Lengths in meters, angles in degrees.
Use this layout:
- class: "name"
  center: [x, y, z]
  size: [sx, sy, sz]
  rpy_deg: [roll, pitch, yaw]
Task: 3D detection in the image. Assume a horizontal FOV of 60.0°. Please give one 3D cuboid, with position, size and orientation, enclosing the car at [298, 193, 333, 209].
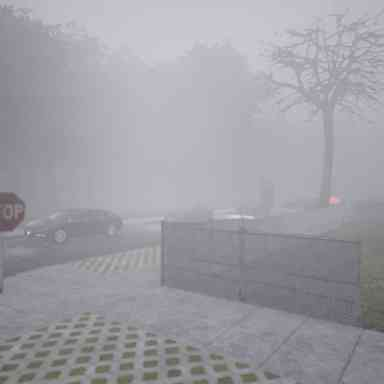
- class: "car"
  center: [14.784, 1.277, 39.631]
  size: [2.128, 1.511, 4.902]
  rpy_deg: [2, 2, 36]

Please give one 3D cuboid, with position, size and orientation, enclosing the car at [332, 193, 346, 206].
- class: "car"
  center: [20.818, 0.973, 48.067]
  size: [2.097, 1.767, 4.553]
  rpy_deg: [2, 2, 36]

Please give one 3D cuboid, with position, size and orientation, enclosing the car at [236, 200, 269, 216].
- class: "car"
  center: [5.891, 1.452, 32.242]
  size: [1.994, 1.385, 4.181]
  rpy_deg: [2, 2, 35]

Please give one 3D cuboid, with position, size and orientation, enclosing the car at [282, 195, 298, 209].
- class: "car"
  center: [12.968, 1.179, 41.958]
  size: [1.882, 1.535, 5.008]
  rpy_deg: [2, 2, 36]

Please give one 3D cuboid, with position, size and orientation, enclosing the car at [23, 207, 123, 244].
- class: "car"
  center: [-5.619, 1.524, 16.276]
  size: [1.837, 1.490, 4.892]
  rpy_deg: [2, 1, 36]

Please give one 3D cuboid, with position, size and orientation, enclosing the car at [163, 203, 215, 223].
- class: "car"
  center: [-0.066, 1.525, 23.975]
  size: [1.812, 1.442, 4.674]
  rpy_deg: [2, 1, 36]
